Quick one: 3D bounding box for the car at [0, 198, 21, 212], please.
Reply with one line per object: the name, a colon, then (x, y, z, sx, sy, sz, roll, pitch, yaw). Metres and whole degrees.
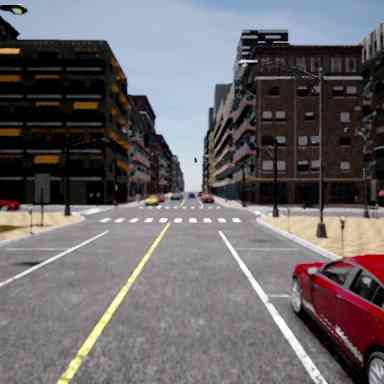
car: (-17.270, 1.048, 28.906, 4.507, 1.381, 1.887, 1, -1, 0)

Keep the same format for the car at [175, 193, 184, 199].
car: (-3.050, 0.975, 80.358, 1.994, 1.385, 4.181, 0, 0, 0)

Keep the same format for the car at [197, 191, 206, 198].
car: (2.643, 0.658, 92.217, 2.192, 1.841, 5.009, 1, 0, 0)

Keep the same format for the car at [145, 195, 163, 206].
car: (-5.712, 1.179, 47.870, 1.752, 1.417, 4.829, 1, 0, 0)

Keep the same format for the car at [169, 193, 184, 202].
car: (-3.059, 1.102, 64.012, 1.994, 1.385, 4.181, 0, 0, 0)

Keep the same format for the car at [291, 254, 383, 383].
car: (2.695, 1.511, 4.519, 1.887, 1.381, 4.507, 1, 0, 0)

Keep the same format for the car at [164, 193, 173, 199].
car: (-5.733, 0.946, 81.010, 1.752, 1.417, 4.829, 1, 0, 0)

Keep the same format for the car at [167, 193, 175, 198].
car: (-5.740, 0.888, 92.226, 1.887, 1.381, 4.507, 1, 0, 0)

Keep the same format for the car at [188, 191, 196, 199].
car: (-0.049, 0.952, 79.812, 1.812, 1.442, 4.674, 0, 0, 0)

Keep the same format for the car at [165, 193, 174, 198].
car: (-5.737, 0.932, 86.703, 2.008, 1.369, 4.403, 1, 0, 0)

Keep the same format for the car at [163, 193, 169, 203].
car: (-5.720, 1.119, 59.086, 1.887, 1.381, 4.507, 1, 0, 0)

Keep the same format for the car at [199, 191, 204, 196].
car: (2.662, 1.015, 59.077, 1.967, 1.590, 4.097, 1, 0, 0)

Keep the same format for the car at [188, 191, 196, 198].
car: (-0.055, 0.646, 89.787, 2.097, 1.767, 4.553, 0, 0, 0)

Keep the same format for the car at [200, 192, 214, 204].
car: (2.665, 1.159, 53.554, 1.887, 1.381, 4.507, 1, 0, 0)
